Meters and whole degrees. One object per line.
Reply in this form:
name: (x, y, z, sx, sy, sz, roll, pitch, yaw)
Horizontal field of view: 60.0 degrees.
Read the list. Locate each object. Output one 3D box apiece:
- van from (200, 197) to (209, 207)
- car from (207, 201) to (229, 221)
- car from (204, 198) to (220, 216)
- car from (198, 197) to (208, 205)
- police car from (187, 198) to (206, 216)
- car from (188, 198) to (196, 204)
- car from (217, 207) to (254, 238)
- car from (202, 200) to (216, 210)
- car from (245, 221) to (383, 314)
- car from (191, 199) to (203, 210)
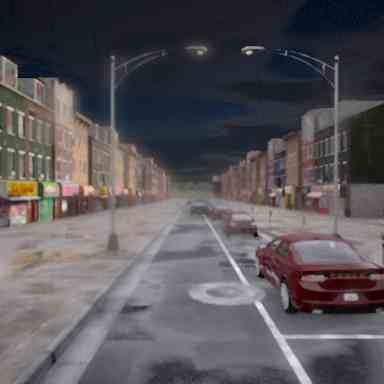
van: (2.591, 2.014, 68.575, 1.690, 1.788, 3.998, -1, -1, 0)
car: (2.610, 1.838, 29.847, 1.887, 1.381, 4.507, -1, -1, 0)
car: (2.606, 1.787, 35.380, 1.967, 1.590, 4.097, -1, -1, 0)
car: (2.587, 2.097, 79.639, 2.192, 1.841, 5.009, -1, -1, 0)
police car: (0.729, 1.786, 36.775, 1.930, 1.638, 5.238, 0, -1, -1)
car: (-0.032, 2.304, 87.018, 2.033, 1.411, 5.357, 0, -1, 0)
car: (2.615, 1.767, 18.782, 1.802, 1.307, 4.206, -1, -1, 0)
car: (2.602, 2.060, 51.976, 2.008, 1.369, 4.403, -1, -1, 0)
car: (2.619, 1.622, 7.718, 1.887, 1.381, 4.507, -1, -1, 0)
car: (0.694, 1.974, 52.869, 1.801, 1.575, 5.366, 0, -1, 0)
